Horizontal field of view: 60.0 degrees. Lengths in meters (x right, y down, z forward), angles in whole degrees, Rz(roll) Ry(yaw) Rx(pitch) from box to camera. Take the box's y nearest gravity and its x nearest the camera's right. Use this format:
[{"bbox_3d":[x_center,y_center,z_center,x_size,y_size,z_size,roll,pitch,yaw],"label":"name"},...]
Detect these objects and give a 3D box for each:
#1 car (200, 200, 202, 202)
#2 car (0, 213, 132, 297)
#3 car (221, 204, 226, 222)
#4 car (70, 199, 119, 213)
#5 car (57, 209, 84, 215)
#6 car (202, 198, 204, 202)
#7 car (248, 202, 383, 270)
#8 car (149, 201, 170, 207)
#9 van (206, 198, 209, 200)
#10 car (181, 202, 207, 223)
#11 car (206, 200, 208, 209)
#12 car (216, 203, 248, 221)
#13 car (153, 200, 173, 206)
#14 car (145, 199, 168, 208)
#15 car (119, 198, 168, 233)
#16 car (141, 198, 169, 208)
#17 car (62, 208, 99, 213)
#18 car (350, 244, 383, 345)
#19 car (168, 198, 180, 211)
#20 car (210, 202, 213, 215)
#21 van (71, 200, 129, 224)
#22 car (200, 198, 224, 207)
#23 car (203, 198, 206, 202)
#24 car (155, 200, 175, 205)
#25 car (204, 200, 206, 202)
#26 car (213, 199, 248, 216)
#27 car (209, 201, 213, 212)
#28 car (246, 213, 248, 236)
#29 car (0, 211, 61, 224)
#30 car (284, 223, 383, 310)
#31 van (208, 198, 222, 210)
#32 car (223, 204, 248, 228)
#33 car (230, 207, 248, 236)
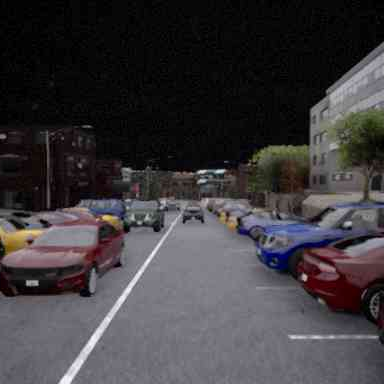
[{"bbox_3d":[0.079,2.160,44.217,1.837,1.490,4.892,0,-1,0],"label":"car"},{"bbox_3d":[-3.091,1.543,8.948,1.882,1.535,5.008,0,-1,0],"label":"car"},{"bbox_3d":[4.690,1.813,23.196,4.792,1.488,2.163,0,-1,0],"label":"car"},{"bbox_3d":[-7.696,1.573,25.722,5.566,2.045,2.435,0,-1,0],"label":"car"},{"bbox_3d":[-7.644,1.669,14.681,4.792,1.488,2.163,0,-1,0],"label":"car"},{"bbox_3d":[4.706,2.140,59.513,5.566,2.045,2.435,0,-1,0],"label":"car"},{"bbox_3d":[4.627,1.299,9.234,5.566,2.045,2.435,0,-1,0],"label":"car"},{"bbox_3d":[-7.640,2.734,77.756,4.674,1.452,2.002,0,-1,0],"label":"car"},{"bbox_3d":[4.791,2.025,51.132,4.442,1.987,1.878,0,-1,0],"label":"van"},{"bbox_3d":[0.115,1.913,29.403,1.837,1.490,4.892,0,-1,0],"label":"car"},{"bbox_3d":[4.665,2.113,42.873,5.008,1.535,2.097,0,-1,0],"label":"car"},{"bbox_3d":[4.848,1.828,25.989,5.366,1.575,1.946,0,-1,0],"label":"car"},{"bbox_3d":[-7.823,2.887,89.508,5.366,1.575,1.946,0,-1,0],"label":"car"},{"bbox_3d":[-7.614,2.468,71.758,4.553,1.767,2.185,0,-1,0],"label":"car"},{"bbox_3d":[-3.062,1.512,22.308,2.150,2.045,5.566,0,-1,0],"label":"car"},{"bbox_3d":[-7.676,2.295,68.948,5.566,2.045,2.435,0,-1,0],"label":"car"},{"bbox_3d":[-7.668,1.726,17.469,4.674,1.452,2.002,0,-1,0],"label":"car"},{"bbox_3d":[4.682,1.511,3.663,4.792,1.488,2.163,0,0,0],"label":"car"},{"bbox_3d":[-2.986,2.153,53.078,2.097,1.767,4.553,0,-1,0],"label":"car"},{"bbox_3d":[4.660,1.972,34.368,4.892,1.521,2.231,0,-1,0],"label":"car"},{"bbox_3d":[-7.783,1.645,28.512,4.442,1.987,1.878,0,-1,0],"label":"van"},{"bbox_3d":[4.659,2.466,79.065,5.566,2.045,2.435,0,-1,0],"label":"car"},{"bbox_3d":[4.646,2.218,56.717,4.553,1.767,2.185,0,-1,0],"label":"car"},{"bbox_3d":[-7.451,2.936,92.447,5.366,1.575,1.946,0,-1,0],"label":"car"},{"bbox_3d":[4.704,2.327,53.923,4.792,1.488,2.163,0,-1,0],"label":"car"},{"bbox_3d":[4.633,1.798,31.579,4.553,1.767,2.185,0,-1,0],"label":"car"},{"bbox_3d":[4.674,2.018,37.162,4.892,1.521,2.231,0,-1,0],"label":"car"},{"bbox_3d":[4.627,1.627,12.022,4.792,1.488,2.163,0,-1,0],"label":"car"},{"bbox_3d":[-7.859,1.590,11.890,5.366,1.575,1.946,0,-1,0],"label":"car"},{"bbox_3d":[4.653,1.509,6.495,5.008,1.535,2.097,0,-1,0],"label":"car"},{"bbox_3d":[4.553,1.838,39.959,4.442,1.987,1.878,0,-1,0],"label":"van"},{"bbox_3d":[4.846,1.734,20.402,5.366,1.575,1.946,0,-1,0],"label":"car"},{"bbox_3d":[4.688,1.720,17.609,4.792,1.488,2.163,0,-1,0],"label":"car"}]
